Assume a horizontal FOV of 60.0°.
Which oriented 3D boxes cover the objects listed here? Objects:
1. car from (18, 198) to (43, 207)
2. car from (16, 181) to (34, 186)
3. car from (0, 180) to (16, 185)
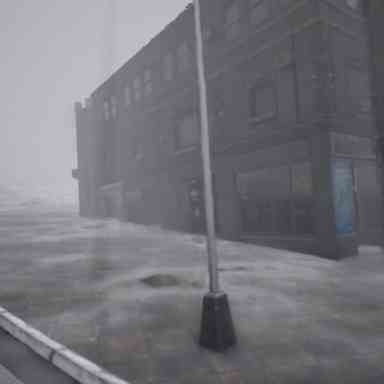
[{"bbox_3d":[-26.842,1.706,55.308,1.837,1.490,4.892,-4,-1,8],"label":"car"},{"bbox_3d":[-42.734,-1.972,82.872,2.185,1.767,4.553,-5,-3,22],"label":"car"},{"bbox_3d":[-44.850,-1.980,77.767,2.097,1.535,5.008,-5,-3,24],"label":"car"}]
